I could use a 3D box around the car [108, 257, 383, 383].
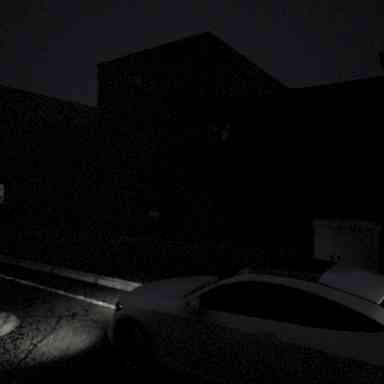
[{"bbox_3d":[1.010,1.557,4.040,4.674,1.442,1.812,-1,0,36],"label":"car"}]
